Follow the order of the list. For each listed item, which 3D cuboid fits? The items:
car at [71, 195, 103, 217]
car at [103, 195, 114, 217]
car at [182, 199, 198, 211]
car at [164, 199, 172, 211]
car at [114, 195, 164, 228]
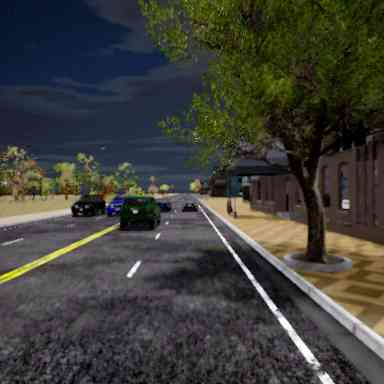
[{"bbox_3d":[-10.063,1.290,33.010,2.150,2.045,5.566,0,0,0],"label":"car"},{"bbox_3d":[-6.813,1.278,32.997,2.150,2.045,5.566,0,0,0],"label":"car"},{"bbox_3d":[-0.269,1.586,41.397,2.033,1.411,5.357,0,0,0],"label":"car"},{"bbox_3d":[-3.519,1.598,41.455,2.033,1.411,5.357,0,0,0],"label":"car"},{"bbox_3d":[-3.398,1.259,22.646,2.150,2.045,5.566,0,0,0],"label":"car"}]
